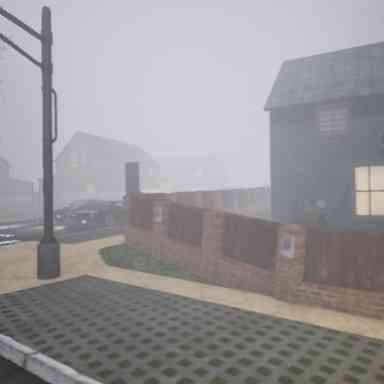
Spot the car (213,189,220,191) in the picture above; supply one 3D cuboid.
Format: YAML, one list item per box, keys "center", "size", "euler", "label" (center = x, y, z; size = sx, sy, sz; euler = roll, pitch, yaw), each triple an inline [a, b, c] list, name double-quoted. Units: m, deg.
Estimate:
- center: [2.868, 0.443, 38.722]
  size: [1.882, 1.535, 5.008]
  euler: [-1, 1, 24]
  label: "car"

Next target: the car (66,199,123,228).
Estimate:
- center: [-4.246, 1.123, 18.391]
  size: [1.895, 1.301, 4.718]
  euler: [-1, 1, 30]
  label: "car"

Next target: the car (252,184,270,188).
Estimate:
- center: [9.433, 0.011, 46.763]
  size: [2.097, 1.767, 4.553]
  euler: [-1, 1, 22]
  label: "car"

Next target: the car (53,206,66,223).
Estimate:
- center: [-6.500, 1.122, 20.373]
  size: [1.994, 1.385, 4.181]
  euler: [-1, 1, 30]
  label: "car"

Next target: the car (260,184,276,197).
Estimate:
- center: [12.836, -0.346, 55.906]
  size: [2.150, 2.045, 5.566]
  euler: [-1, 1, 19]
  label: "car"
